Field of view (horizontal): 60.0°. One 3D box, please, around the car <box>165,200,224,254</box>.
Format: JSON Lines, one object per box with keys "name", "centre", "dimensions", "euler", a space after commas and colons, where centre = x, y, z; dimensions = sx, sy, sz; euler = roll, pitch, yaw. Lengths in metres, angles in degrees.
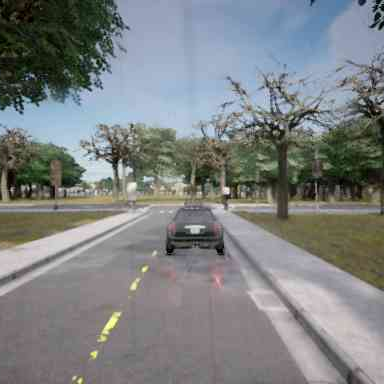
{"name": "car", "centre": [0.102, 1.357, 13.599], "dimensions": [2.097, 1.767, 4.553], "euler": [0, 0, 0]}
